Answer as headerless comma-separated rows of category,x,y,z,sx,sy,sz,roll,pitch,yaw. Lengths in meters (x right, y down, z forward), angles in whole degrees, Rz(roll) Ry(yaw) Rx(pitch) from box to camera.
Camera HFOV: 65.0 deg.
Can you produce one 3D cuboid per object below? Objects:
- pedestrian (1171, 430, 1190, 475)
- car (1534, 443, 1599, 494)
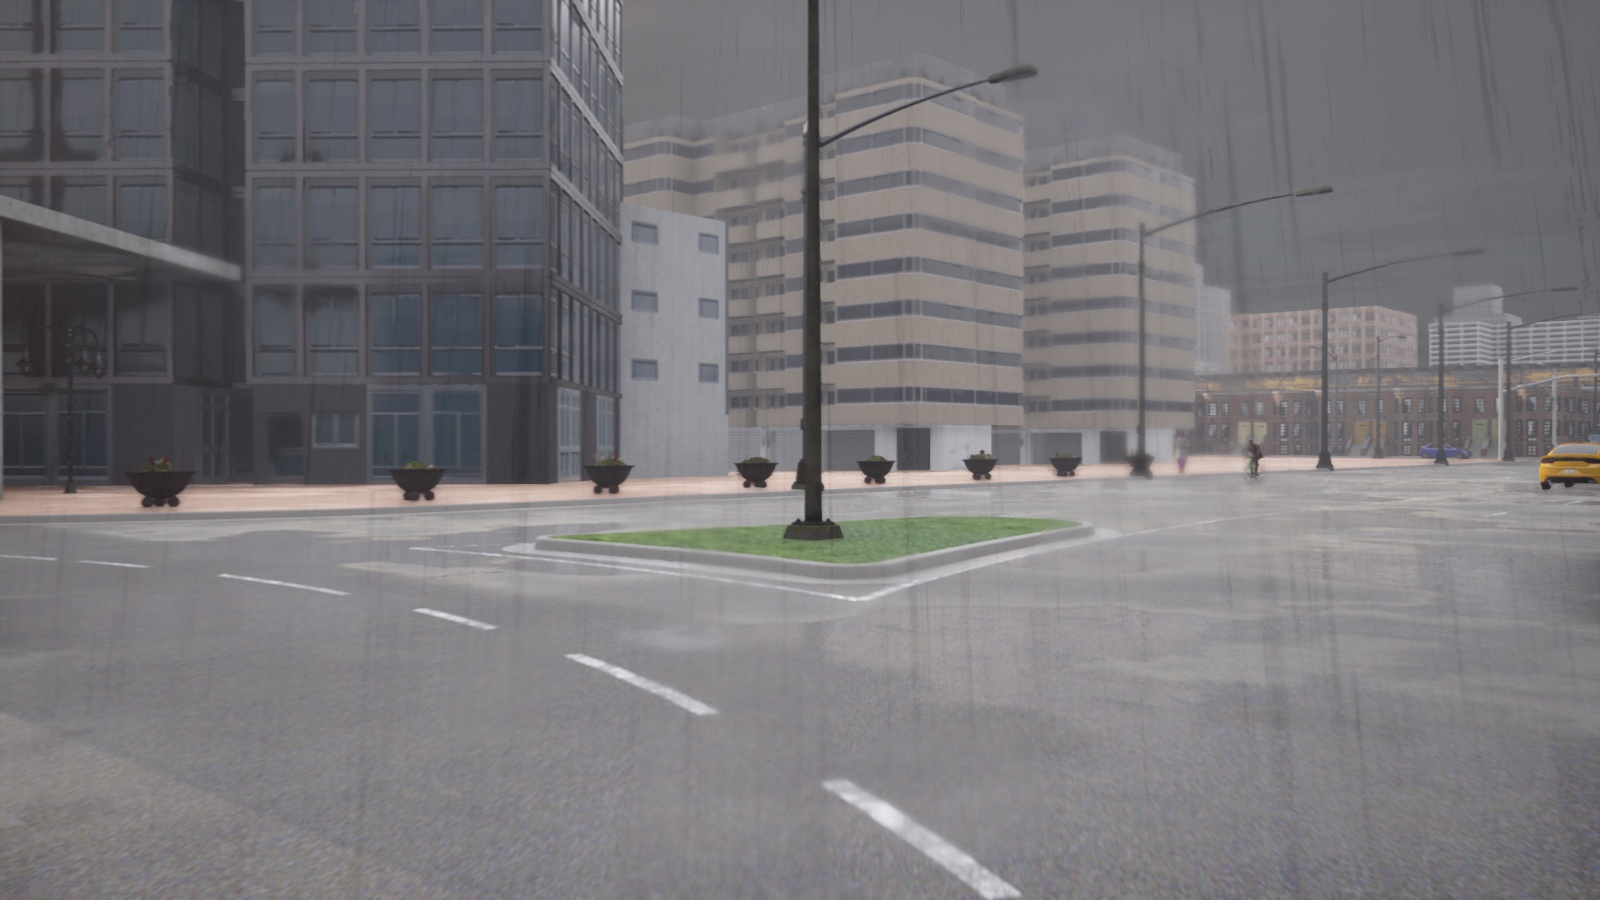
pedestrian,16.713,0.119,55.151,0.659,1.952,0.873,0,0,25
car,25.280,0.538,40.340,1.882,1.535,5.008,0,0,43
